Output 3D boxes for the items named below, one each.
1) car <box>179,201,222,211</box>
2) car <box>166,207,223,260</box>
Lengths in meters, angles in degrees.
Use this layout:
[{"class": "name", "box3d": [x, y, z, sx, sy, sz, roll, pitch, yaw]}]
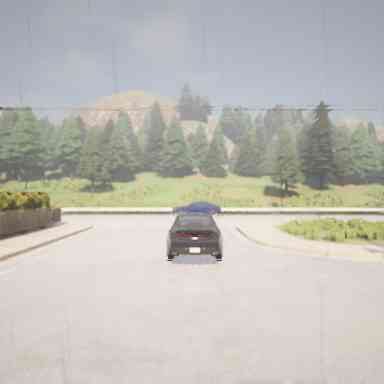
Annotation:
[{"class": "car", "box3d": [0.478, 1.593, 31.109, 4.674, 1.442, 1.812, 0, 0, 0]}, {"class": "car", "box3d": [0.088, 1.532, 12.522, 1.837, 1.490, 4.892, 0, 0, 0]}]
